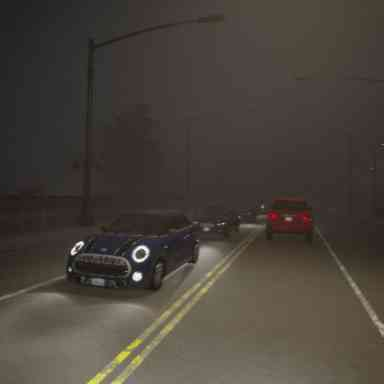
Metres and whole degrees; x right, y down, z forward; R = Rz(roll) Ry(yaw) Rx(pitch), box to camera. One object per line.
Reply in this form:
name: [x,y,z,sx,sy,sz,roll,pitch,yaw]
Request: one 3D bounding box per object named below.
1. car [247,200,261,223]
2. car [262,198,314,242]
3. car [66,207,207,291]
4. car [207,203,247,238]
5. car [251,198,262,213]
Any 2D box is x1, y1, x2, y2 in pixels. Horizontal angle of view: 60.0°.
car: [4.129,1.594,26.773,1.812,1.442,4.674,2,0,17]
car: [5.177,1.336,17.624,2.150,2.045,5.566,2,0,17]
car: [-1.295,1.298,9.082,2.097,1.767,4.553,2,0,17]
car: [1.403,1.499,17.910,2.128,1.511,4.902,2,0,17]
car: [7.178,1.489,36.586,2.097,1.767,4.553,2,0,18]
